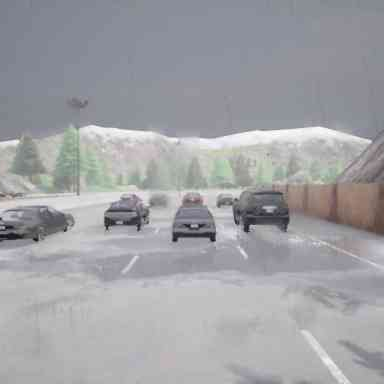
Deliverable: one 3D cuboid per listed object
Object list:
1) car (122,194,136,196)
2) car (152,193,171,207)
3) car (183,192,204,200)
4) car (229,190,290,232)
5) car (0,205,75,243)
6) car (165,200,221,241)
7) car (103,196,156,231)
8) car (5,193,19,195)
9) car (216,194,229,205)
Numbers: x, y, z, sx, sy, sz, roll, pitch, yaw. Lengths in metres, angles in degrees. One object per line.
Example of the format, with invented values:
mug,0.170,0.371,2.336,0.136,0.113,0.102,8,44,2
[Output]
car,-6.817,0.910,36.311,1.812,1.442,4.674,0,1,2
car,-3.364,0.911,35.127,1.837,1.490,4.892,0,1,2
car,0.129,0.763,34.668,2.097,1.767,4.553,0,1,1
car,3.571,0.917,17.942,2.150,2.045,5.566,0,1,0
car,-6.923,1.298,14.623,2.033,1.411,5.357,0,1,0
car,0.076,1.291,15.030,2.033,1.411,5.357,0,1,0
car,-3.428,1.184,18.124,2.128,1.511,4.902,0,1,0
car,-26.807,0.372,49.454,1.895,1.301,4.718,0,1,10
car,3.666,0.911,36.250,1.812,1.442,4.674,0,1,2
